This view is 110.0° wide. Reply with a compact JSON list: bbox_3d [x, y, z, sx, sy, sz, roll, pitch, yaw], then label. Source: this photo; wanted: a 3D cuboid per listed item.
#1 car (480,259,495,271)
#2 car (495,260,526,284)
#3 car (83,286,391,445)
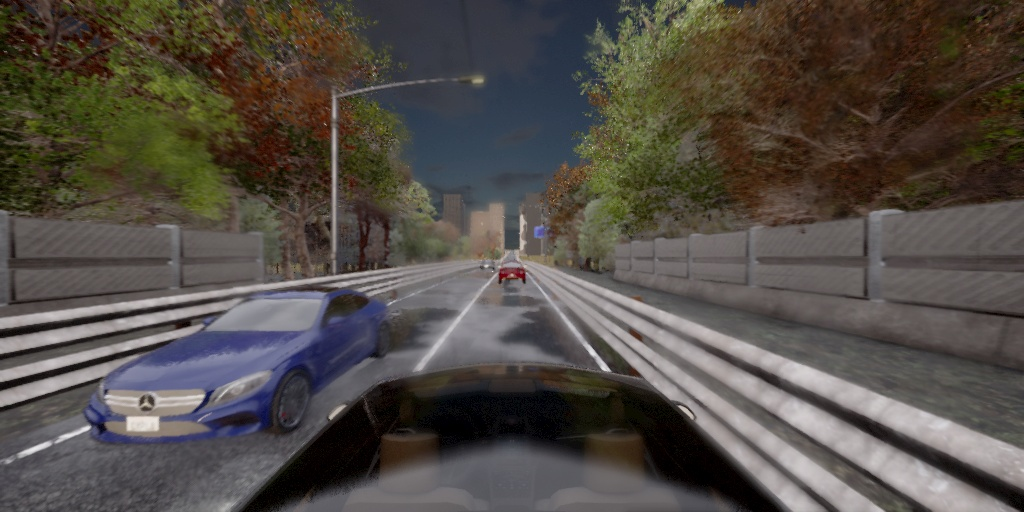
[{"bbox_3d":[-3.290,1.196,49.166,2.128,1.511,4.902,0,0,1],"label":"car"},{"bbox_3d":[0.016,1.097,25.760,1.882,1.535,5.008,0,0,0],"label":"car"},{"bbox_3d":[-3.336,1.242,5.565,1.812,1.442,4.674,0,0,0],"label":"car"}]
